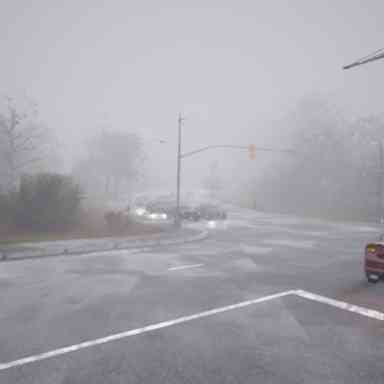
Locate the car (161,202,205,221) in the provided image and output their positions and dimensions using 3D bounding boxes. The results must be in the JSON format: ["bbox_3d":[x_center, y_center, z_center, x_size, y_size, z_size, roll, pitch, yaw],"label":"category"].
[{"bbox_3d":[-0.903,1.861,30.049,1.895,1.301,4.718,2,0,-23],"label":"car"}]

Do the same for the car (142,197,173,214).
[{"bbox_3d":[-4.052,1.695,38.250,1.994,1.385,4.181,2,1,-19],"label":"car"}]

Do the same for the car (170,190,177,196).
[{"bbox_3d":[-3.864,0.370,73.373,2.128,1.511,4.902,1,3,-1],"label":"car"}]

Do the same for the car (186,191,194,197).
[{"bbox_3d":[-0.419,0.419,74.598,2.033,1.411,5.357,1,3,-1],"label":"car"}]

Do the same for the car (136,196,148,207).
[{"bbox_3d":[-6.956,1.316,47.810,2.128,1.511,4.902,2,2,-15],"label":"car"}]

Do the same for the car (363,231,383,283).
[{"bbox_3d":[6.345,1.615,9.146,1.882,1.535,5.008,1,-1,44],"label":"car"}]

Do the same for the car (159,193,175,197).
[{"bbox_3d":[-4.385,1.278,51.961,1.837,1.490,4.892,2,2,-12],"label":"car"}]

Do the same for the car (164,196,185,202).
[{"bbox_3d":[-1.676,1.705,41.935,2.033,1.411,5.357,2,1,-18],"label":"car"}]

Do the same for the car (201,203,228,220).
[{"bbox_3d":[1.790,1.852,32.721,1.837,1.490,4.892,2,0,-21],"label":"car"}]
